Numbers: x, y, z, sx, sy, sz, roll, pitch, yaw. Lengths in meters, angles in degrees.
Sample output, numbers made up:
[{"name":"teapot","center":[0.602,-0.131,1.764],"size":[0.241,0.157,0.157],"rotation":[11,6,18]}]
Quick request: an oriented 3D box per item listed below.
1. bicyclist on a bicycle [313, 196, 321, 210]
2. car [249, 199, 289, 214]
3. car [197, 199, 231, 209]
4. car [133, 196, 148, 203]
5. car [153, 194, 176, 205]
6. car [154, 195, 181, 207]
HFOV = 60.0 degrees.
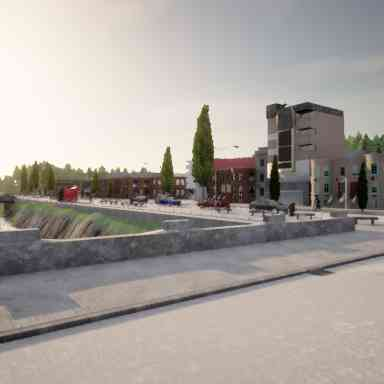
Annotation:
[{"name":"bicyclist on a bicycle","center":[14.943,1.346,39.669],"size":[1.656,1.620,0.582],"rotation":[0,0,-35]},{"name":"car","center":[8.110,1.503,34.787],"size":[1.837,1.490,4.892],"rotation":[0,0,-35]},{"name":"car","center":[2.782,1.599,42.290],"size":[1.895,1.301,4.718],"rotation":[0,0,-35]},{"name":"car","center":[-10.744,1.524,68.554],"size":[1.812,1.442,4.674],"rotation":[0,0,-36]},{"name":"car","center":[-5.021,1.350,60.511],"size":[2.097,1.767,4.553],"rotation":[0,0,-36]},{"name":"car","center":[-3.518,1.476,51.195],"size":[1.882,1.535,5.008],"rotation":[0,0,-35]}]
